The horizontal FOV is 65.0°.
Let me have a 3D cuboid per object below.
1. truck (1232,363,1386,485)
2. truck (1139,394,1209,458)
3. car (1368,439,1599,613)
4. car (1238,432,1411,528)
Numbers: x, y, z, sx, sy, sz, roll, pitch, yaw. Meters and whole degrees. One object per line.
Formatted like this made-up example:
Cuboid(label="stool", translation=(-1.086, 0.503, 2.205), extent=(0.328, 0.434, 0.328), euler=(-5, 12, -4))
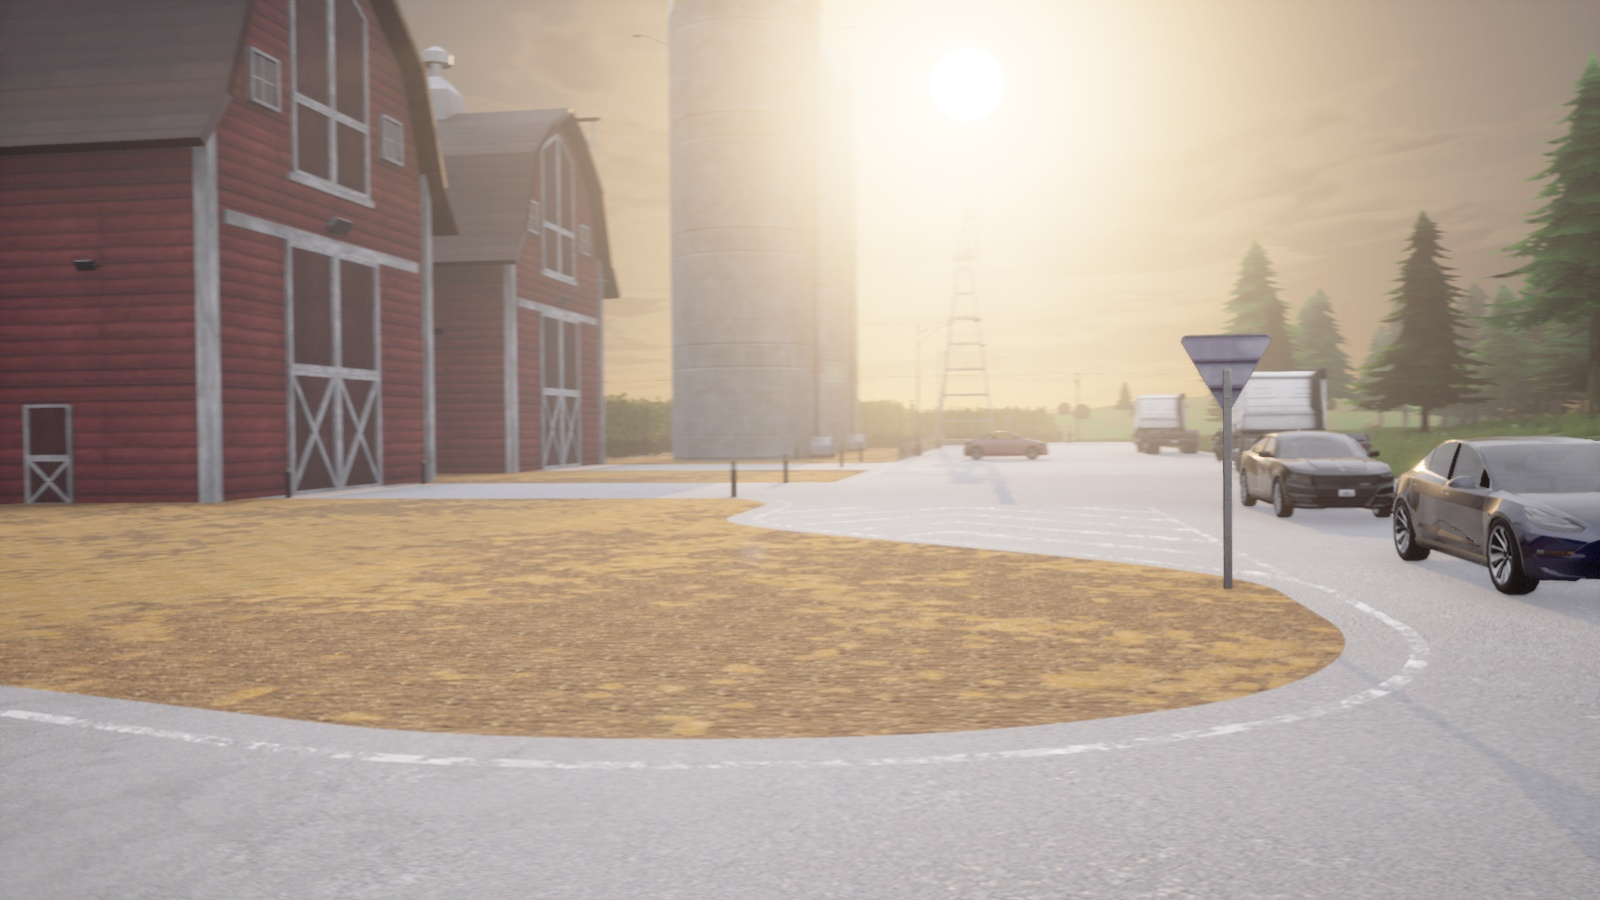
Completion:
Cuboid(label="truck", translation=(15.910, -0.813, 39.893), extent=(2.891, 3.462, 7.936), euler=(0, 1, 10))
Cuboid(label="truck", translation=(21.337, -1.387, 72.010), extent=(2.891, 3.462, 7.936), euler=(0, 1, 10))
Cuboid(label="car", translation=(7.883, 0.655, 13.395), extent=(2.163, 1.488, 4.792), euler=(0, 1, 10))
Cuboid(label="car", translation=(9.563, 0.455, 23.338), extent=(1.882, 1.535, 5.008), euler=(0, 1, 10))
